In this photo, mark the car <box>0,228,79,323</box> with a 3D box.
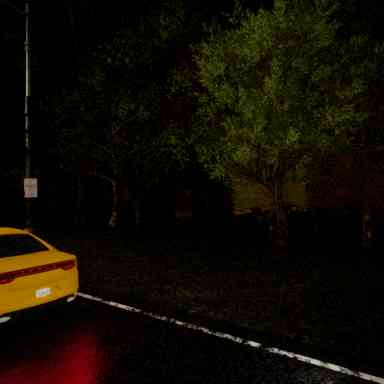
[{"bbox_3d":[-4.439,1.476,6.866,5.008,1.535,1.882,0,1,36],"label":"car"}]
